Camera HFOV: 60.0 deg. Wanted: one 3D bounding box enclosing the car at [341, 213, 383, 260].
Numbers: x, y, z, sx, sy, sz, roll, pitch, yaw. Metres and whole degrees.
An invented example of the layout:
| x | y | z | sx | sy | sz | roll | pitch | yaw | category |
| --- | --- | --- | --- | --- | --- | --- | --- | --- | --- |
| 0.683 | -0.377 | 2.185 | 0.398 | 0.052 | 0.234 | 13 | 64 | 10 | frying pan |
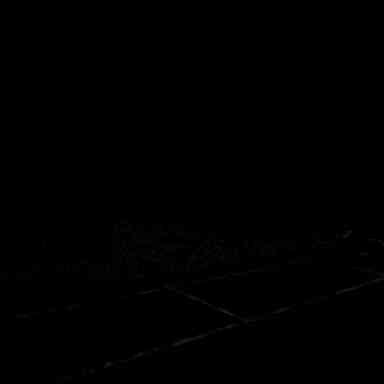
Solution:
| x | y | z | sx | sy | sz | roll | pitch | yaw | category |
| --- | --- | --- | --- | --- | --- | --- | --- | --- | --- |
| 7.035 | 1.442 | 11.672 | 4.097 | 1.590 | 1.967 | 0 | -1 | -35 | car |
